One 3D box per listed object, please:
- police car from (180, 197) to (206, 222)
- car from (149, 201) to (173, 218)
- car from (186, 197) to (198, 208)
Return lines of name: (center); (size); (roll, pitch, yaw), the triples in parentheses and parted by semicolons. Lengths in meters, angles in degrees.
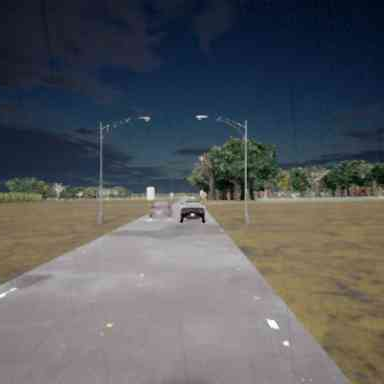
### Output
police car: (0.067, 1.468, 26.830); (1.930, 1.638, 5.238); (0, 0, 0)
car: (-2.774, 1.577, 30.637); (1.812, 1.442, 4.674); (0, 0, 1)
car: (0.014, 1.582, 52.107); (1.801, 1.575, 5.366); (0, 0, 0)
